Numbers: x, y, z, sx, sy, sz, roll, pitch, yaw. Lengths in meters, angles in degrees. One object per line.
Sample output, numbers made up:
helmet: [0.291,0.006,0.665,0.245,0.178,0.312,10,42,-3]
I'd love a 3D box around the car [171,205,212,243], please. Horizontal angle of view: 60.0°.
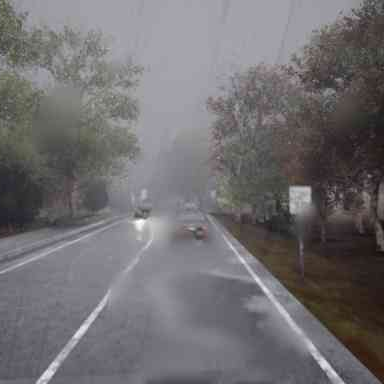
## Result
car: [-0.039,1.558,16.017,2.033,1.411,5.357,0,0,-1]

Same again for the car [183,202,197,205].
car: [-0.215,1.732,34.894,2.033,1.411,5.357,0,-2,-1]

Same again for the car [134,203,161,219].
car: [-3.857,1.627,29.606,1.994,1.385,4.181,0,-1,0]
